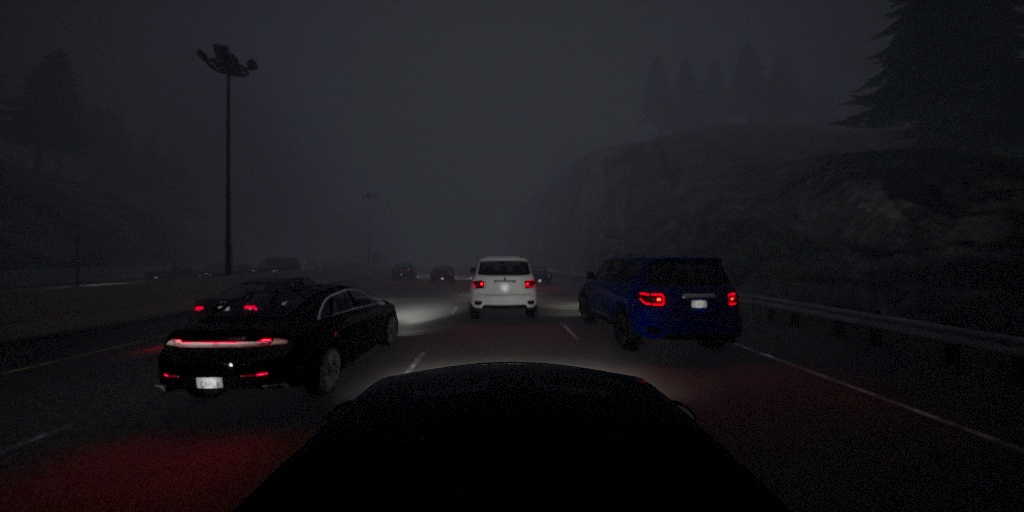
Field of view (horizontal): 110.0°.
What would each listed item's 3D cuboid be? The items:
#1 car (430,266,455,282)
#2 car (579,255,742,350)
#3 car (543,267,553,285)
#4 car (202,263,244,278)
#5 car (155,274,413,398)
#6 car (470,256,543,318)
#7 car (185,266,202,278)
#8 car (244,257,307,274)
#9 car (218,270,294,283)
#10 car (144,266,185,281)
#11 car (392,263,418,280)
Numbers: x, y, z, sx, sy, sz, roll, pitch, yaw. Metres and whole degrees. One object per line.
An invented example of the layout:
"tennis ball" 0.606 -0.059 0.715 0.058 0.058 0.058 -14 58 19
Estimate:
"car" -5.793 1.489 30.250 1.895 1.301 4.718 0 0 -9
"car" 3.342 0.997 9.309 2.150 2.045 5.566 0 0 -3
"car" 1.670 1.461 27.555 1.895 1.301 4.718 0 0 -8
"car" -23.885 1.410 31.026 1.882 1.535 5.008 0 0 -10
"car" -3.575 1.271 6.594 2.128 1.511 4.902 0 0 -1
"car" -0.386 1.024 13.436 2.150 2.045 5.566 0 0 -4
"car" -27.991 1.459 33.950 1.837 1.490 4.892 0 0 -12
"car" -20.337 1.145 31.184 2.150 2.045 5.566 0 0 -10
"car" -7.252 1.356 11.346 2.033 1.411 5.357 0 0 -3
"car" -31.434 1.560 33.380 1.895 1.301 4.718 0 0 -12
"car" -9.794 1.400 32.852 2.128 1.511 4.902 0 0 -10
